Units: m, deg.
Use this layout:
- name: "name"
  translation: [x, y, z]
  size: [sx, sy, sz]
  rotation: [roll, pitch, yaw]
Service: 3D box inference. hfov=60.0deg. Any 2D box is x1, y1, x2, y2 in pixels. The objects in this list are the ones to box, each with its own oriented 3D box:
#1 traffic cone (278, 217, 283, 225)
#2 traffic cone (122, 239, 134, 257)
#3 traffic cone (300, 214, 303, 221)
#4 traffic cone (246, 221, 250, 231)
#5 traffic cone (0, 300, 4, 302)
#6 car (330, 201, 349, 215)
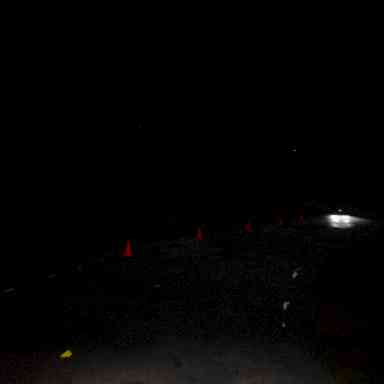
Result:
- name: "traffic cone"
  translation: [6.566, 2.145, 24.640]
  size: [0.340, 0.580, 0.340]
  rotation: [1, 0, 37]
- name: "traffic cone"
  translation: [-2.257, 1.967, 11.811]
  size: [0.340, 0.580, 0.340]
  rotation: [1, 0, 24]
- name: "traffic cone"
  translation: [9.404, 2.196, 28.594]
  size: [0.340, 0.580, 0.340]
  rotation: [1, 0, 34]
- name: "traffic cone"
  translation: [3.522, 2.086, 20.747]
  size: [0.340, 0.580, 0.340]
  rotation: [1, 0, 38]
- name: "traffic cone"
  translation: [-4.028, 1.923, 6.647]
  size: [0.340, 0.580, 0.340]
  rotation: [1, 0, 14]
- name: "car"
  translation: [17.464, 1.875, 39.552]
  size: [2.128, 1.511, 4.902]
  rotation: [1, 0, 20]
